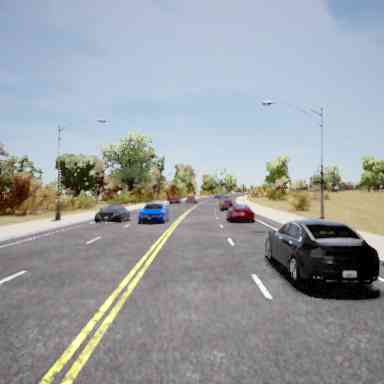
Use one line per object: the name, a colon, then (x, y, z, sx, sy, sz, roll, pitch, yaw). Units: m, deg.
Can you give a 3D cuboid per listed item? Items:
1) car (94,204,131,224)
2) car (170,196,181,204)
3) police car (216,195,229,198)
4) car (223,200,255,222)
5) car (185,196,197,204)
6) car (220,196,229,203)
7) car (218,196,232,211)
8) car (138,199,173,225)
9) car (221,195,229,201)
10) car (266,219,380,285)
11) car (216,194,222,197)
car: (-6.087, 1.650, 25.784, 1.994, 1.385, 4.181, 0, 0, 2)
car: (-3.341, 1.629, 66.596, 1.882, 1.535, 5.008, 0, 0, 6)
police car: (5.325, 1.635, 53.477, 2.038, 1.542, 4.974, 0, 0, 4)
car: (3.926, 1.654, 27.348, 1.994, 1.385, 4.181, 0, 0, 2)
car: (-0.096, 1.502, 66.400, 2.097, 1.767, 4.553, 0, 0, 6)
car: (7.339, 1.639, 75.236, 1.837, 1.490, 4.892, 0, 0, 6)
car: (4.572, 1.645, 42.577, 1.812, 1.442, 4.674, 0, 0, 4)
car: (-2.850, 1.563, 25.448, 1.882, 1.535, 5.008, 0, 0, 2)
car: (8.598, 1.630, 86.088, 1.837, 1.490, 4.892, 0, 0, 7)
car: (3.445, 1.542, 9.610, 1.837, 1.490, 4.892, 0, 0, 1)
car: (6.248, 1.627, 64.364, 2.128, 1.511, 4.902, 0, 0, 5)
